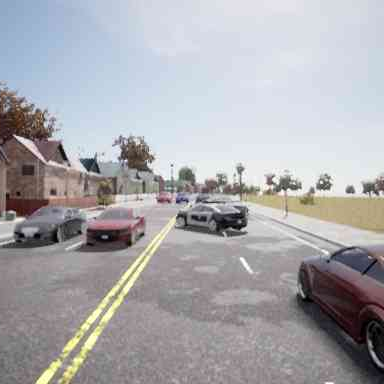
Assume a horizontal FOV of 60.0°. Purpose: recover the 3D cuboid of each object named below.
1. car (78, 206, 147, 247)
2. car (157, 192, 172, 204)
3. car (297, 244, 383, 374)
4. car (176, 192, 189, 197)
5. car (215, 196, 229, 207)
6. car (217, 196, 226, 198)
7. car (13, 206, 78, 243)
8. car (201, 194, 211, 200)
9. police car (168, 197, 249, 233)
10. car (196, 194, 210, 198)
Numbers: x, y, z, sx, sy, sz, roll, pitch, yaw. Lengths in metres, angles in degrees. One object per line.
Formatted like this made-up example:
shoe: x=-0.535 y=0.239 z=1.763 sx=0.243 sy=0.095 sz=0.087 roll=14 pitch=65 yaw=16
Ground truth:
car: x=-3.270 y=1.434 z=15.121 sx=1.882 sy=1.535 sz=5.008 roll=0 pitch=0 yaw=1
car: x=-4.867 y=1.074 z=59.409 sx=2.150 sy=2.045 sz=5.566 roll=0 pitch=0 yaw=4
car: x=3.240 y=1.547 z=5.531 sx=1.994 sy=1.385 sz=4.181 roll=0 pitch=0 yaw=0
car: x=-1.626 y=1.070 z=59.169 sx=2.150 sy=2.045 sz=5.566 roll=0 pitch=0 yaw=4
car: x=4.386 y=1.340 z=49.288 sx=1.882 sy=1.535 sz=5.008 roll=0 pitch=0 yaw=3
car: x=3.903 y=1.393 z=38.355 sx=1.837 sy=1.490 sz=4.892 roll=0 pitch=0 yaw=2
car: x=-6.510 y=1.447 z=15.799 sx=2.128 sy=1.511 sz=4.902 roll=0 pitch=0 yaw=1
car: x=3.502 y=1.311 z=83.646 sx=2.128 sy=1.511 sz=4.902 roll=0 pitch=0 yaw=5
police car: x=0.969 y=1.366 z=19.683 sx=1.930 sy=1.638 sz=5.238 roll=0 pitch=0 yaw=-37
car: x=1.860 y=1.189 z=61.638 sx=2.097 sy=1.767 sz=4.553 roll=0 pitch=0 yaw=4
